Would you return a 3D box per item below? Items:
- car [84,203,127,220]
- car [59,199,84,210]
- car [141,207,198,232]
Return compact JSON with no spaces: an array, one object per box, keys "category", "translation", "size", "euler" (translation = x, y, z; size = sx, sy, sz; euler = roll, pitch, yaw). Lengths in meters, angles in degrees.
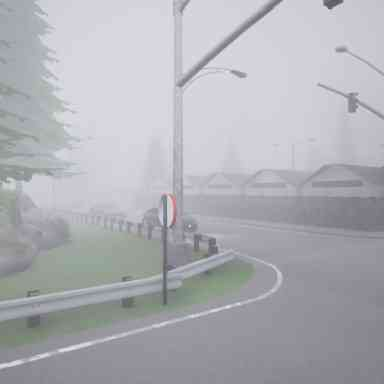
[{"category":"car","translation":[-7.610,1.739,29.742],"size":[2.033,1.411,5.357],"euler":[0,0,-34]},{"category":"car","translation":[-16.527,1.727,46.205],"size":[2.033,1.411,5.357],"euler":[0,0,1]},{"category":"car","translation":[-1.512,1.696,20.984],"size":[1.837,1.490,4.892],"euler":[0,0,-35]}]
